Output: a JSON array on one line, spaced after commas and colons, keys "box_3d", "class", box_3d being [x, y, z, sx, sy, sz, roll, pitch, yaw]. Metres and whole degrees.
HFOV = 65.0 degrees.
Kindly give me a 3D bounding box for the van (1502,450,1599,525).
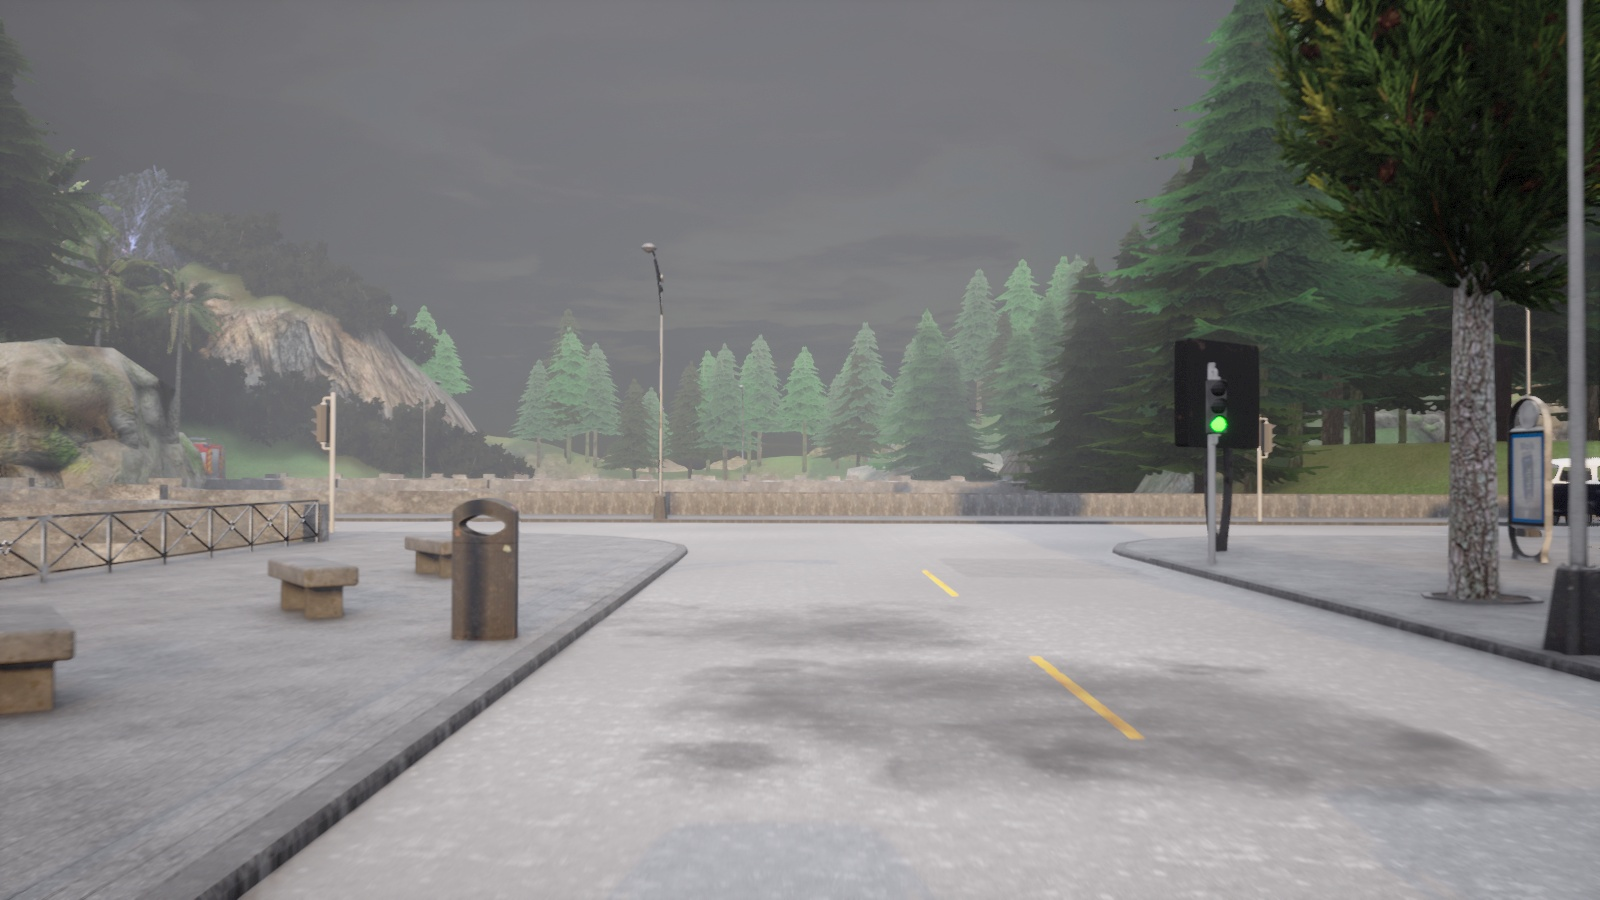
[{"box_3d": [22.768, 1.044, 35.647, 4.480, 2.038, 2.069, 0, -1, 0], "class": "van"}]
